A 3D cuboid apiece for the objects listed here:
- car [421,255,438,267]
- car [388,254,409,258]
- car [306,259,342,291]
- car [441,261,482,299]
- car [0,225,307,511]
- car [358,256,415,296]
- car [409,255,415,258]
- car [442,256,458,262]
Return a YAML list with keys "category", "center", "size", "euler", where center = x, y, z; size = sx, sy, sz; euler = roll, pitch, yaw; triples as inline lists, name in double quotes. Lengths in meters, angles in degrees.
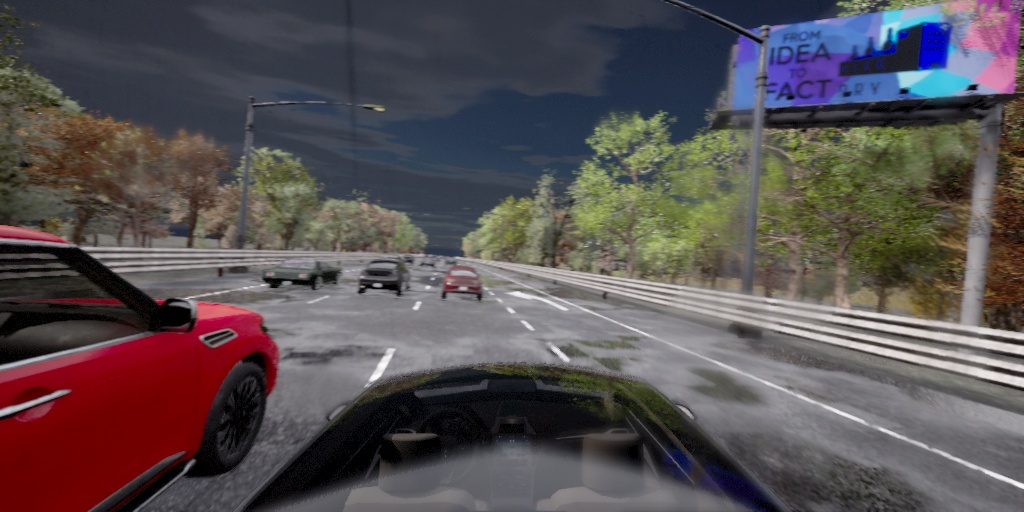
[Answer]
- category: "car"
  center: [-12.676, 0.873, 54.184]
  size: [1.994, 1.385, 4.181]
  euler: [4, -1, -10]
- category: "car"
  center: [-14.322, 0.573, 43.760]
  size: [2.128, 1.511, 4.902]
  euler: [4, -1, -10]
- category: "car"
  center: [-9.387, 0.786, 16.553]
  size: [1.895, 1.301, 4.718]
  euler: [4, 0, -10]
- category: "car"
  center: [-2.493, 1.220, 17.665]
  size: [1.812, 1.442, 4.674]
  euler: [4, 0, -10]
- category: "car"
  center: [-3.025, 0.746, 1.212]
  size: [2.150, 2.045, 5.566]
  euler: [4, 0, -10]
- category: "car"
  center: [-5.934, 0.946, 17.095]
  size: [1.837, 1.490, 4.892]
  euler: [4, 0, -10]
- category: "car"
  center: [-17.183, 0.547, 59.502]
  size: [1.837, 1.490, 4.892]
  euler: [4, -1, -10]
- category: "car"
  center: [-10.280, 0.901, 60.628]
  size: [2.097, 1.767, 4.553]
  euler: [4, -1, -10]
